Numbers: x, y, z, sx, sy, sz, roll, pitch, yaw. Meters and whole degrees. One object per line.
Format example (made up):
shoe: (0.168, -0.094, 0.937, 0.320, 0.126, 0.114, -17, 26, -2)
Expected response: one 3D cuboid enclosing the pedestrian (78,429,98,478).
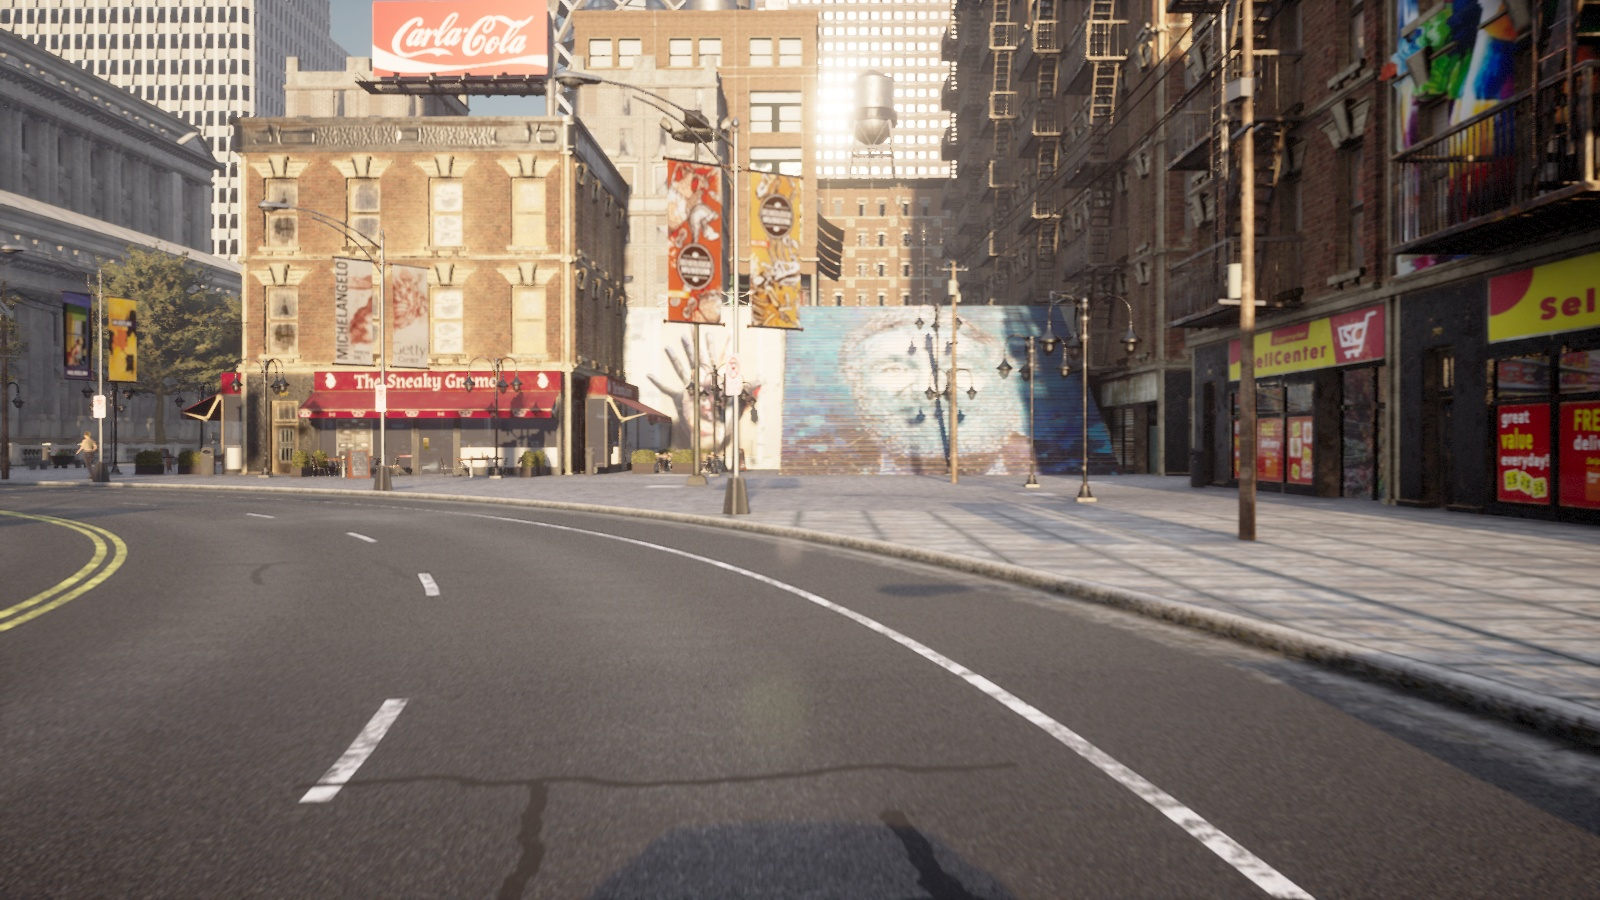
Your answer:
pedestrian: (-26.687, 0.128, 47.090, 0.594, 1.836, 0.345, 0, 0, 18)
